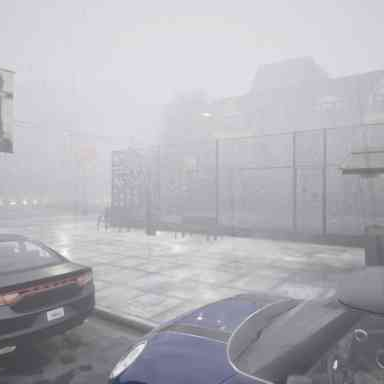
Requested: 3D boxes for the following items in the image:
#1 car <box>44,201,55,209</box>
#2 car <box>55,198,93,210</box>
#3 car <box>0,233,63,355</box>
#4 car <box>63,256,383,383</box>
[{"bbox_3d":[-17.500,1.547,45.812,2.033,1.411,5.357,0,0,35],"label":"car"},{"bbox_3d":[-15.018,1.564,43.250,1.994,1.385,4.181,0,0,35],"label":"car"},{"bbox_3d":[-3.844,1.480,5.864,5.008,1.535,2.097,0,0,35],"label":"car"},{"bbox_3d":[1.474,1.354,2.256,4.553,1.767,2.185,0,0,35],"label":"car"}]
